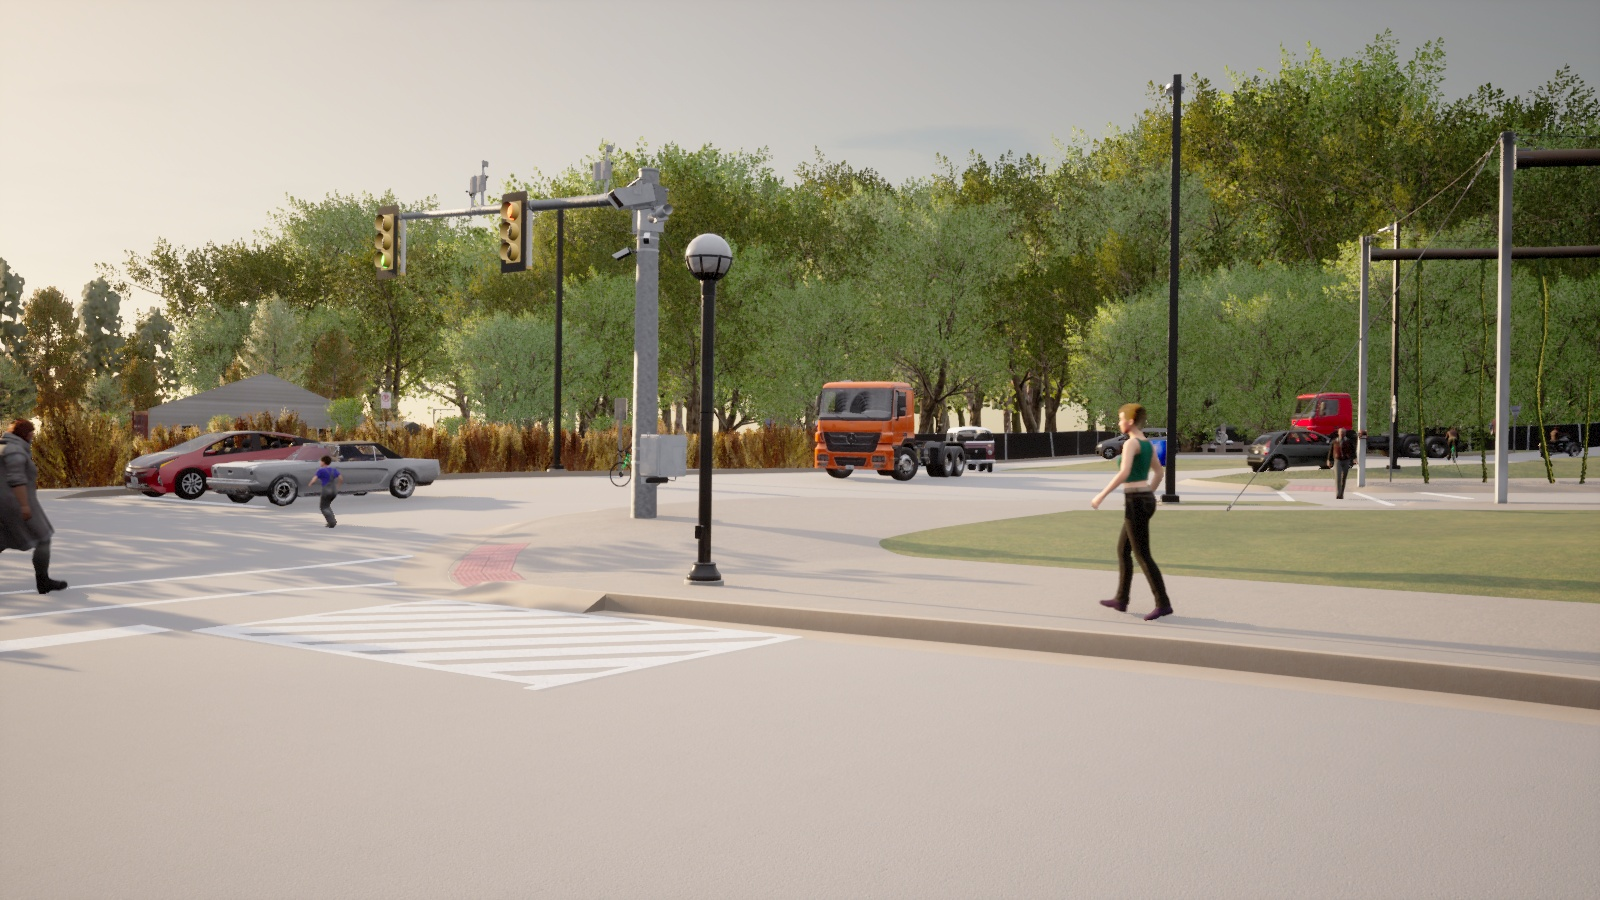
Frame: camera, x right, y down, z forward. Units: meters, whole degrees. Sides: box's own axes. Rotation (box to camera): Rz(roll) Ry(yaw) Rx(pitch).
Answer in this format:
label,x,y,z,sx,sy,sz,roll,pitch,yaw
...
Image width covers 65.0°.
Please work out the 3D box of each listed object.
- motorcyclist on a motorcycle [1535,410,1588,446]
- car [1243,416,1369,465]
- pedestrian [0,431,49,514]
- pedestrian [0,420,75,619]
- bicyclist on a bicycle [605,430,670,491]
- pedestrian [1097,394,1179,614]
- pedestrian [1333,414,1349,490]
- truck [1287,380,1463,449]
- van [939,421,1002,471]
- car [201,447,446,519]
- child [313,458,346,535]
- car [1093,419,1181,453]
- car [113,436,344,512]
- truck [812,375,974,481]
label,x,y,z,sx,sy,sz,roll,pitch,yaw
motorcyclist on a motorcycle,38.087,-1.106,62.813,2.350,1.649,0.766,-3,1,-13
car,19.387,-0.361,48.192,3.988,1.617,1.851,-3,1,-5
pedestrian,-17.667,0.497,28.312,0.900,1.855,0.874,0,0,9
pedestrian,-7.939,0.681,12.705,0.659,1.952,0.873,0,0,42
bicyclist on a bicycle,-4.404,0.283,34.001,1.656,1.620,0.582,0,1,-33
pedestrian,2.908,0.448,10.797,0.594,1.836,0.345,0,0,37
pedestrian,13.435,0.048,31.178,0.376,1.854,0.720,0,0,24
truck,30.014,-1.841,65.775,7.936,3.462,2.891,0,1,0
van,7.503,-0.159,55.652,2.069,2.038,4.480,-2,0,0
car,-10.370,0.656,27.668,1.895,1.301,4.718,0,2,37
child,-7.760,0.762,20.714,0.437,1.263,0.270,0,0,26
car,19.012,-0.784,70.802,4.611,1.667,2.242,-3,2,19
car,-13.418,0.513,29.721,2.007,1.525,4.514,0,2,37
truck,3.540,-0.790,45.304,2.891,3.462,7.936,0,1,28
